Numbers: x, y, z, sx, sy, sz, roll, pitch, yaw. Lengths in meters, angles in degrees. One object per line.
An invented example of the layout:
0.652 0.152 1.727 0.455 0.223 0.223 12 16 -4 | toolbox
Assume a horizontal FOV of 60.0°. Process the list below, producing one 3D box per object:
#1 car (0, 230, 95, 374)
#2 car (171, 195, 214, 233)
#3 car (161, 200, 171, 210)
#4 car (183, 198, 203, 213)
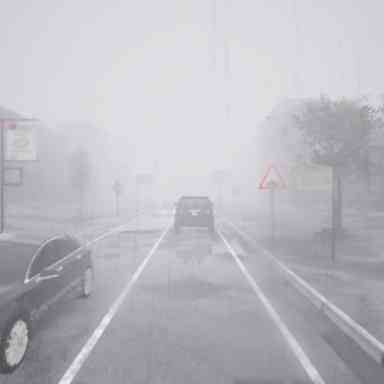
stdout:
-3.097 1.505 5.664 1.837 1.490 4.892 0 0 0 | car
0.139 1.214 19.692 2.150 2.045 5.566 0 0 0 | car
-3.080 1.699 45.445 1.895 1.301 4.718 0 -1 0 | car
0.105 1.498 38.057 2.128 1.511 4.902 0 0 0 | car
